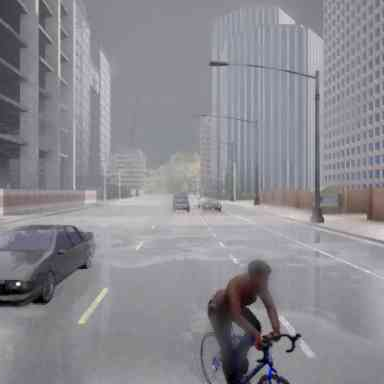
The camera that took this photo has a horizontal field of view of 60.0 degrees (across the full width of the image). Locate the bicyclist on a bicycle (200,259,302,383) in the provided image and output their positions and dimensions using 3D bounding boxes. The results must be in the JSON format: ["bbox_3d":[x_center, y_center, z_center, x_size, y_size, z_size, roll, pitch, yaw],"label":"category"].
[{"bbox_3d":[0.535,1.454,3.265,0.582,1.620,1.656,0,2,-31],"label":"bicyclist on a bicycle"}]

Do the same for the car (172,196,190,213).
[{"bbox_3d":[-1.225,1.488,37.496,2.128,1.511,4.902,0,0,-2],"label":"car"}]

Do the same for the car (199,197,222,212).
[{"bbox_3d":[2.239,1.597,38.534,1.895,1.301,4.718,0,0,-2],"label":"car"}]

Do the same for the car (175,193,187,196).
[{"bbox_3d":[-1.598,1.217,47.663,2.150,2.045,5.566,0,0,-2],"label":"car"}]

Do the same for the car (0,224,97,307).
[{"bbox_3d":[-3.852,1.546,8.356,2.033,1.411,5.357,0,0,-2],"label":"car"}]

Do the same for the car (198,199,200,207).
[{"bbox_3d":[1.817,1.521,48.367,1.812,1.442,4.674,0,0,-2],"label":"car"}]
